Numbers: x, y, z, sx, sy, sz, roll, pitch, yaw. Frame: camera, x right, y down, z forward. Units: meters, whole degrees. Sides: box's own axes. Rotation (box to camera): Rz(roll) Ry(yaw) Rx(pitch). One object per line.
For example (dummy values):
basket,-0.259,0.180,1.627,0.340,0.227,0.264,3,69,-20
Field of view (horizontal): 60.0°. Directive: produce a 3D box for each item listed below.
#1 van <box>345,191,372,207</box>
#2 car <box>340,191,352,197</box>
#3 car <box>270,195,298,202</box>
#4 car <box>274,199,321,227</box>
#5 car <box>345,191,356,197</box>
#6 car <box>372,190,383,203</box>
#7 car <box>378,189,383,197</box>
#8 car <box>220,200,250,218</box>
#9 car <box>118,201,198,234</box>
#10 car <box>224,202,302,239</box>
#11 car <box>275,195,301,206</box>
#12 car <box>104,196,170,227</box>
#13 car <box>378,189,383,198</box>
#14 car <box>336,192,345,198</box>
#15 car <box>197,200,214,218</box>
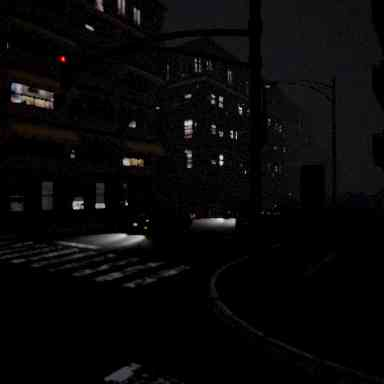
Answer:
van,19.620,0.803,39.168,1.690,1.788,3.998,1,1,35
car,35.177,0.524,75.938,1.802,1.307,4.206,1,1,35
car,9.678,1.108,35.083,2.128,1.511,4.902,0,1,35
car,6.823,1.363,20.929,1.802,1.307,4.206,1,1,35
car,38.376,0.445,80.499,1.802,1.307,4.206,1,1,35
car,26.018,0.847,48.290,1.887,1.381,4.507,1,1,35
car,35.616,0.379,61.968,2.192,1.841,5.009,1,1,35
car,3.958,1.324,26.938,1.994,1.385,4.181,0,1,35
car,-1.788,1.468,18.759,1.994,1.385,4.181,0,1,35
car,3.624,1.427,16.369,1.947,1.339,4.313,1,1,35
car,12.783,1.065,44.016,1.947,1.339,4.313,1,1,35
car,-3.213,1.213,21.210,2.192,1.841,5.009,1,1,35
car,38.815,0.300,66.527,2.192,1.841,5.009,1,1,35
car,31.978,0.566,71.378,1.887,1.381,4.507,1,1,35
car,-0.013,1.363,25.775,1.887,1.381,4.507,1,1,35
